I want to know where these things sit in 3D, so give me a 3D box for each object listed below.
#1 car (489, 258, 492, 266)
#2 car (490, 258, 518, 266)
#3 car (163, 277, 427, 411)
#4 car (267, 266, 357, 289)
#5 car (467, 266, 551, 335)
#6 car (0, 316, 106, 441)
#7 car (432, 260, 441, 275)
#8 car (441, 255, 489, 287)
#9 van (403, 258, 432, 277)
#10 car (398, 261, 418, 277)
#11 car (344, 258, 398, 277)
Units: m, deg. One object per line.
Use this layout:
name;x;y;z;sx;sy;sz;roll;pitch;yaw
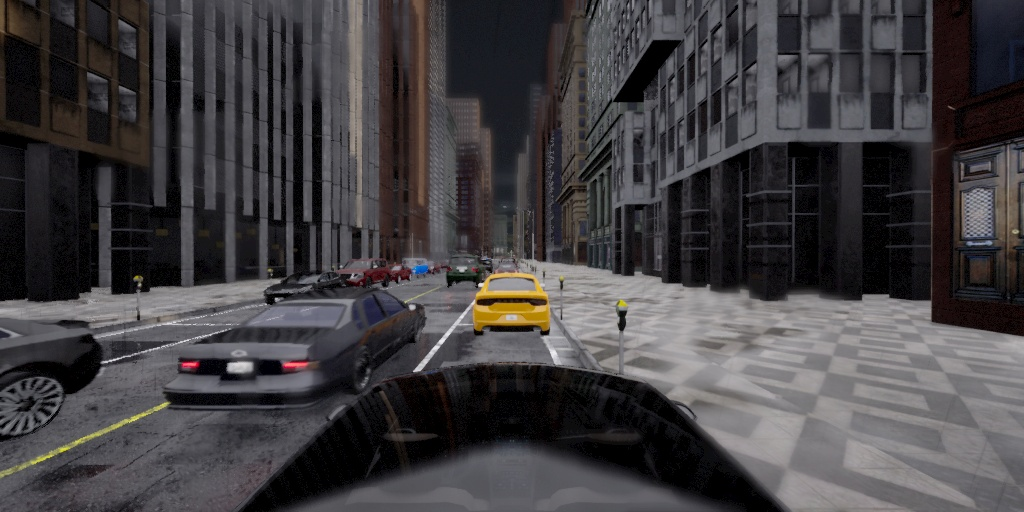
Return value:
car;-3.145;1.254;42.972;1.837;1.490;4.892;0;0;0
car;-0.383;1.189;27.203;1.967;1.591;4.097;0;0;0
car;-3.044;1.297;6.529;2.033;1.411;5.357;0;0;0
car;-8.908;1.315;15.920;1.948;1.339;4.313;0;0;0
car;-0.006;1.227;10.501;1.882;1.535;5.008;0;0;0
car;-6.246;1.241;2.567;2.128;1.511;4.902;0;0;0
car;-8.908;1.189;38.467;1.967;1.591;4.097;0;0;0
car;-3.045;0.971;24.457;2.150;2.045;5.566;0;0;0
van;-8.908;1.090;32.830;1.690;1.789;3.998;0;0;0
car;-8.908;1.294;27.194;1.888;1.381;4.507;0;0;0
car;-8.908;1.064;21.556;2.192;1.841;5.009;0;0;0
